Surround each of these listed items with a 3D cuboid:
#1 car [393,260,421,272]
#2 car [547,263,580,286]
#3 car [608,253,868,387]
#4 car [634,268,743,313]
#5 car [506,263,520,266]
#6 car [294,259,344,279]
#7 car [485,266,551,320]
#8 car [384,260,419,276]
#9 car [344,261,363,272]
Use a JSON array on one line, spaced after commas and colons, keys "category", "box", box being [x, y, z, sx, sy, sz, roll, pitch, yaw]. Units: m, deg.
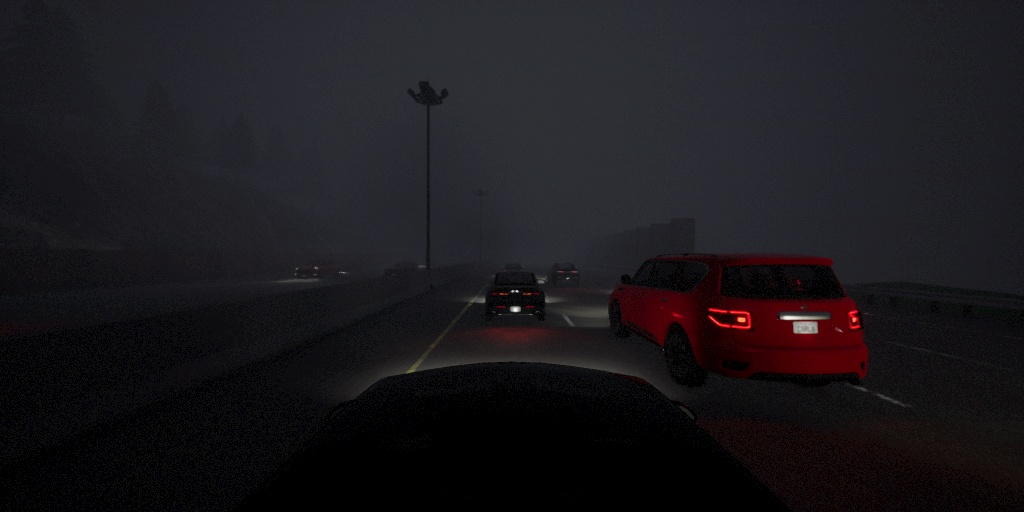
[{"category": "car", "box": [-14.045, 1.297, 48.353, 2.033, 1.411, 5.357, 0, 0, 1]}, {"category": "car", "box": [3.596, 1.241, 25.539, 2.128, 1.511, 4.902, 0, 0, 0]}, {"category": "car", "box": [3.600, 0.972, 7.082, 2.150, 2.045, 5.566, 0, 0, 0]}, {"category": "car", "box": [7.099, 1.298, 15.262, 2.033, 1.411, 5.357, 0, 0, 0]}, {"category": "car", "box": [0.091, 1.311, 30.837, 1.994, 1.385, 4.181, 0, 0, 0]}, {"category": "car", "box": [-17.600, 1.100, 32.567, 2.097, 1.767, 4.553, 0, 0, 0]}, {"category": "car", "box": [0.098, 1.255, 12.558, 1.837, 1.490, 4.892, 0, 0, 0]}, {"category": "car", "box": [-10.601, 1.350, 34.400, 1.895, 1.301, 4.718, 0, 0, 0]}, {"category": "car", "box": [-21.062, 1.297, 46.048, 2.033, 1.411, 5.357, 0, 0, 1]}]
